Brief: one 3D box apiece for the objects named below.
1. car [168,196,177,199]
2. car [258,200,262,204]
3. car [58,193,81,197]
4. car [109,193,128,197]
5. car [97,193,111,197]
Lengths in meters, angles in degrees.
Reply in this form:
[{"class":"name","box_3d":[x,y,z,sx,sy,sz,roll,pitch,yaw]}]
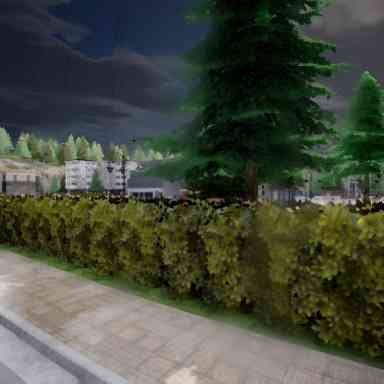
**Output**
[{"class":"car","box_3d":[-3.305,1.374,56.063,1.845,1.501,3.633,0,0,43]},{"class":"car","box_3d":[9.644,1.352,44.205,2.097,1.767,4.553,0,0,43]},{"class":"car","box_3d":[-28.382,1.154,79.442,2.152,1.636,5.027,0,0,43]},{"class":"car","box_3d":[-10.572,1.384,52.725,1.970,1.475,3.806,0,0,43]},{"class":"car","box_3d":[-16.701,1.097,68.943,1.932,1.855,4.605,0,0,43]}]
